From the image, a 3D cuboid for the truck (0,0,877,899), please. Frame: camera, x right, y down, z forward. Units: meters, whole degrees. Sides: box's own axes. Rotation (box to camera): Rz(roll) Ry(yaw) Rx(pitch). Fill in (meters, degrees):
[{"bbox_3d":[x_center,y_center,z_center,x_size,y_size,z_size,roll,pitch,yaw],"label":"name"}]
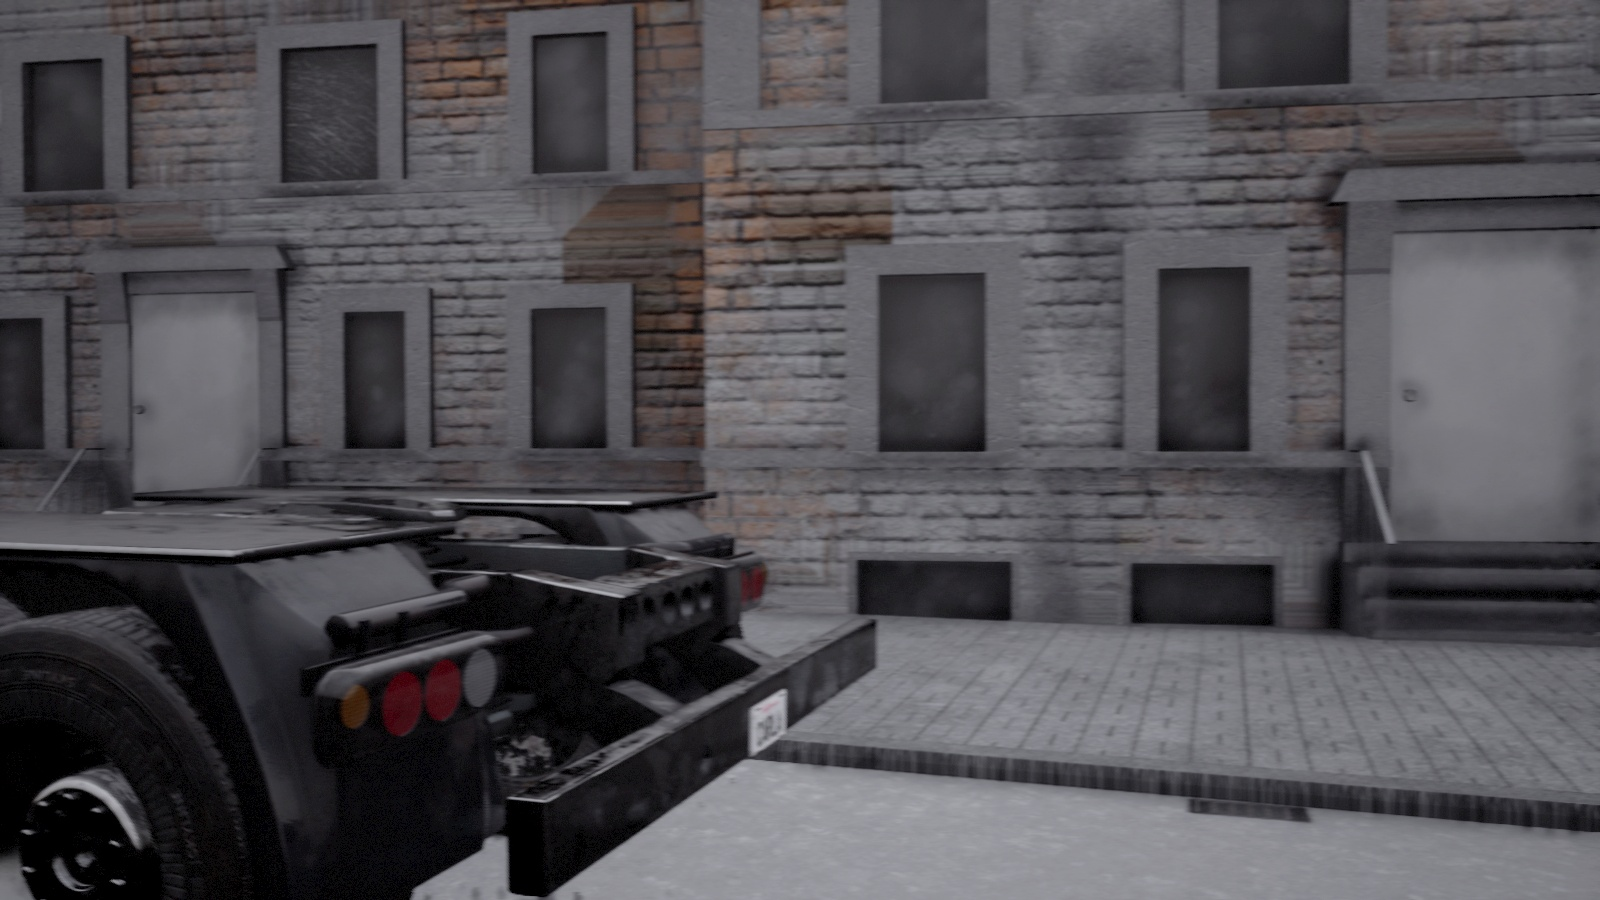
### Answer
[{"bbox_3d":[-3.916,-0.251,5.024,7.936,3.462,2.891,1,1,19],"label":"truck"}]
